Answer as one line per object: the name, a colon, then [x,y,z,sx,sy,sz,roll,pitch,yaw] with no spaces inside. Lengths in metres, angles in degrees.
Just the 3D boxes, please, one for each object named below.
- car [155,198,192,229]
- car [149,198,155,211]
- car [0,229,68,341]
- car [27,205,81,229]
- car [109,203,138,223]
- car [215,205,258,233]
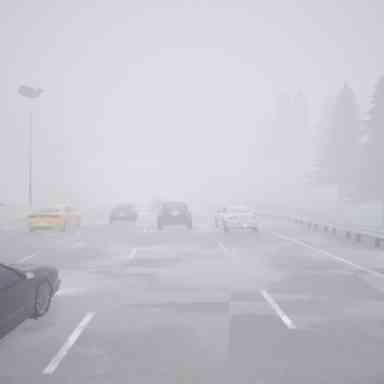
car: [-1.222,1.341,21.767,2.097,1.767,4.553,0,0,-6]
car: [-4.091,1.489,40.426,1.837,1.490,4.892,0,0,-11]
car: [-3.511,1.552,4.305,2.033,1.411,5.357,0,0,-2]
car: [-8.035,1.482,19.803,1.882,1.535,5.008,0,0,-5]
car: [-5.204,1.559,25.704,1.994,1.385,4.181,0,0,-7]
car: [2.534,1.509,19.549,1.812,1.442,4.674,0,0,-5]
